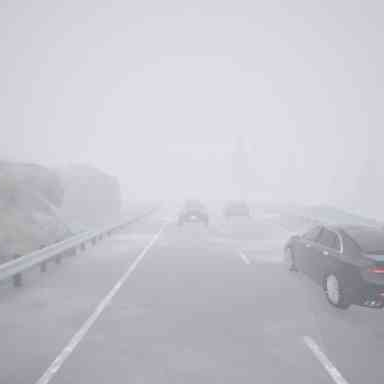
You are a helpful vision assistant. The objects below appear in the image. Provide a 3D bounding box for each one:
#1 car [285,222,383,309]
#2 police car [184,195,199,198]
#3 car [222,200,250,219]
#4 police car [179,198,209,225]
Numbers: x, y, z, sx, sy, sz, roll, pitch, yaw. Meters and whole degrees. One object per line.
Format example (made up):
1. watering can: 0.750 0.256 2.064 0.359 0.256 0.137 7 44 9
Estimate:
1. car: 3.603 1.471 7.759 1.837 1.490 4.892 0 0 0
2. police car: -0.059 1.244 41.727 1.930 1.638 5.238 0 0 -2
3. car: 3.608 1.371 27.817 2.128 1.511 4.902 0 0 0
4. police car: 0.107 1.404 23.078 2.038 1.542 4.974 0 0 0
